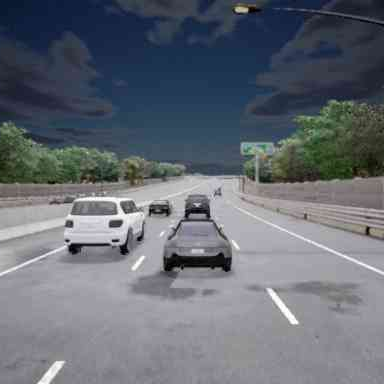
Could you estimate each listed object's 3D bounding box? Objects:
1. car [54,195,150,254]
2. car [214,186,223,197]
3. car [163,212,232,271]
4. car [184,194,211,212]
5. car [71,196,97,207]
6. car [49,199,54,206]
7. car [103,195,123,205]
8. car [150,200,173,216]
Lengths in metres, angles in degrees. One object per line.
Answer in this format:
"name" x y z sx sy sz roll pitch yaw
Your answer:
"car" -3.303 1.218 13.605 2.150 2.045 5.566 0 0 1
"car" 6.822 0.243 87.355 2.150 2.045 5.566 0 2 4
"car" 0.171 1.563 10.964 1.994 1.385 4.181 0 0 1
"car" 0.504 1.215 29.706 2.150 2.045 5.566 0 0 1
"car" -16.428 1.381 51.045 2.033 1.411 5.357 0 1 3
"car" -19.920 1.377 51.226 2.033 1.411 5.357 0 1 3
"car" -12.769 1.271 54.242 1.882 1.535 5.008 0 1 3
"car" -2.935 1.465 31.886 1.882 1.535 5.008 0 0 2
